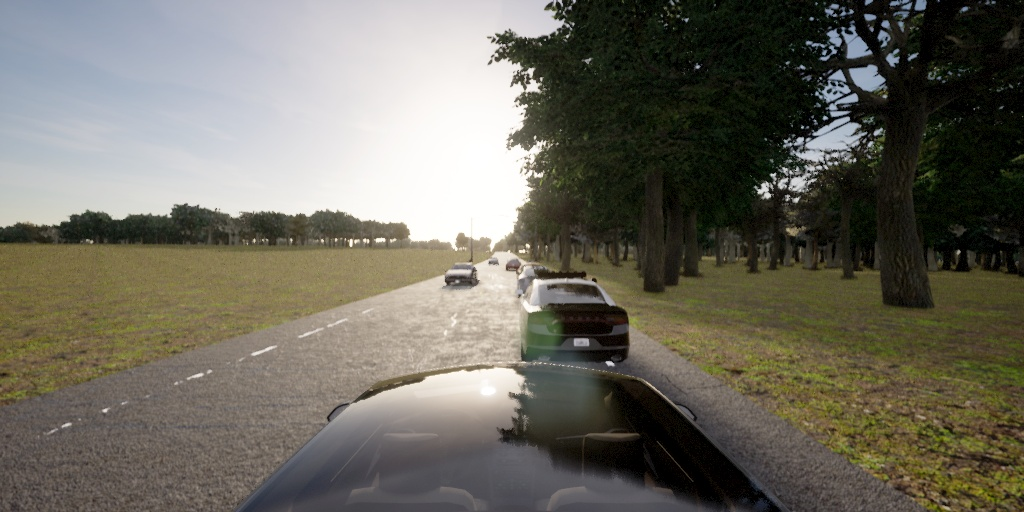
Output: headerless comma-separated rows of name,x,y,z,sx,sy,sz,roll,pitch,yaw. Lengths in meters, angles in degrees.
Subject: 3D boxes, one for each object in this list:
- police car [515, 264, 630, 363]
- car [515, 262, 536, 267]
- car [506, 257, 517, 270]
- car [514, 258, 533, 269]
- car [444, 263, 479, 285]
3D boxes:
police car,1.121,1.159,8.270,1.930,1.638,5.238,0,0,0
car,1.188,1.222,18.167,1.812,1.442,4.674,0,0,0
car,0.209,1.084,46.561,1.994,1.385,4.181,0,0,2
car,1.216,1.121,24.360,1.801,1.575,5.366,0,0,0
car,-3.431,1.208,25.261,2.033,1.411,5.357,0,0,0
